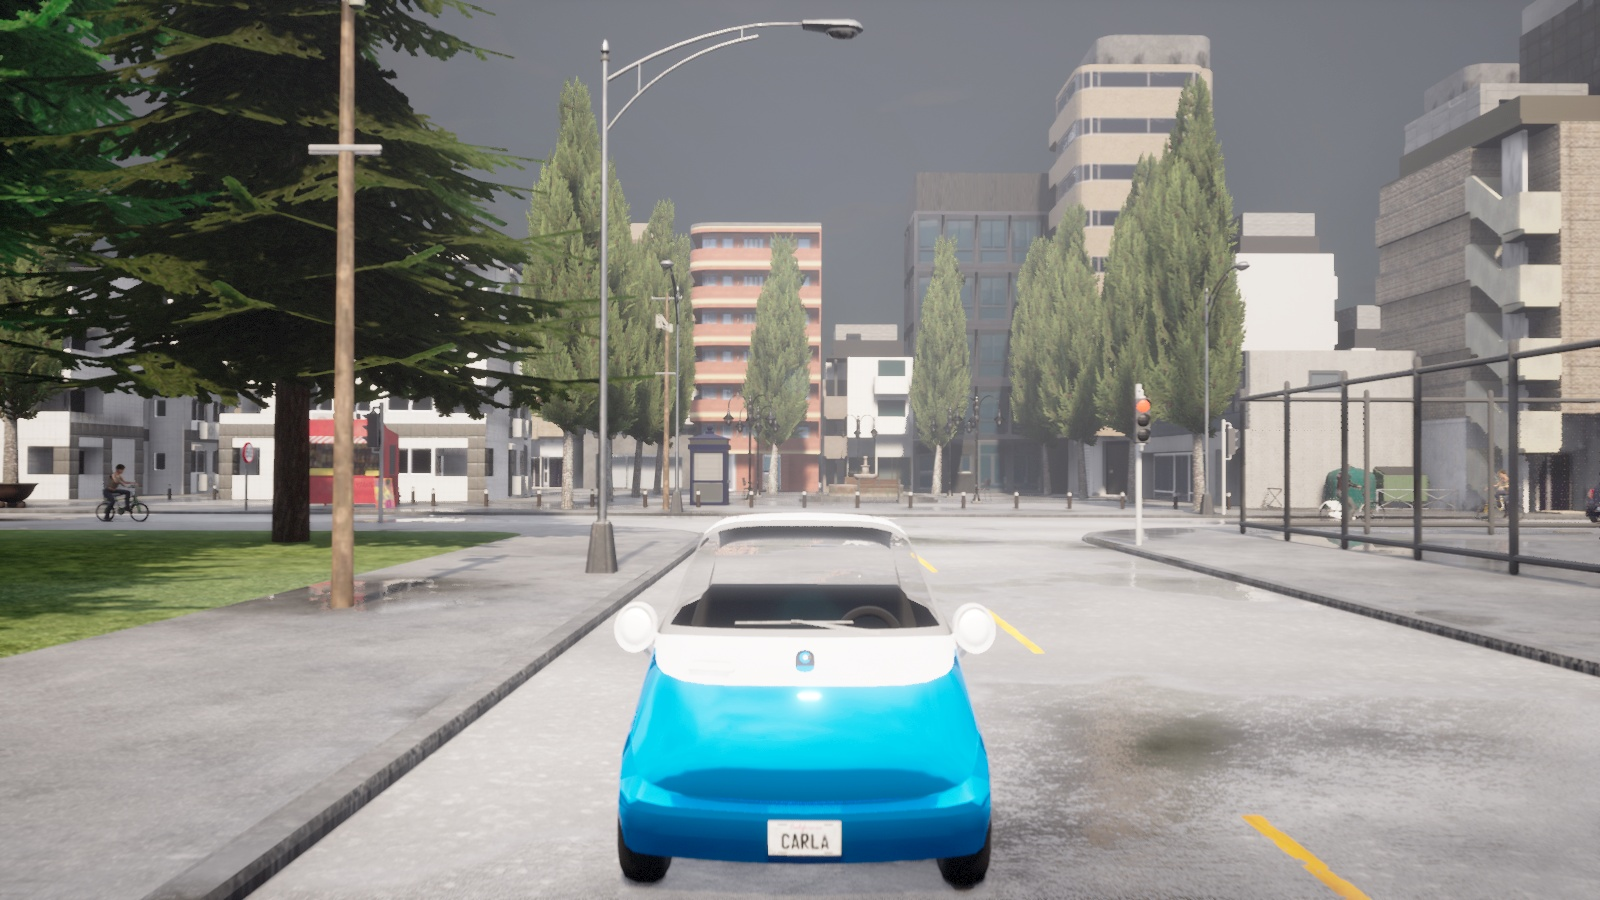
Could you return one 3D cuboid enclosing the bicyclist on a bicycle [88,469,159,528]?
[{"bbox_3d":[-18.790,1.344,34.898,1.509,1.612,0.866,0,-1,1],"label":"bicyclist on a bicycle"}]

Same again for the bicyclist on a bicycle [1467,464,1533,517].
[{"bbox_3d":[21.620,1.241,38.817,1.509,1.612,0.866,-1,-1,-1],"label":"bicyclist on a bicycle"}]

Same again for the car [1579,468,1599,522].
[{"bbox_3d":[23.974,1.248,34.802,3.633,1.501,1.845,0,-1,0],"label":"car"}]

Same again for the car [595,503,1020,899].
[{"bbox_3d":[0.028,0.948,5.498,1.481,1.376,2.207,0,-1,0],"label":"car"}]

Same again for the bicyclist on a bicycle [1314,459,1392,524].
[{"bbox_3d":[15.294,1.139,34.757,1.843,1.776,0.659,0,-1,-1],"label":"bicyclist on a bicycle"}]
